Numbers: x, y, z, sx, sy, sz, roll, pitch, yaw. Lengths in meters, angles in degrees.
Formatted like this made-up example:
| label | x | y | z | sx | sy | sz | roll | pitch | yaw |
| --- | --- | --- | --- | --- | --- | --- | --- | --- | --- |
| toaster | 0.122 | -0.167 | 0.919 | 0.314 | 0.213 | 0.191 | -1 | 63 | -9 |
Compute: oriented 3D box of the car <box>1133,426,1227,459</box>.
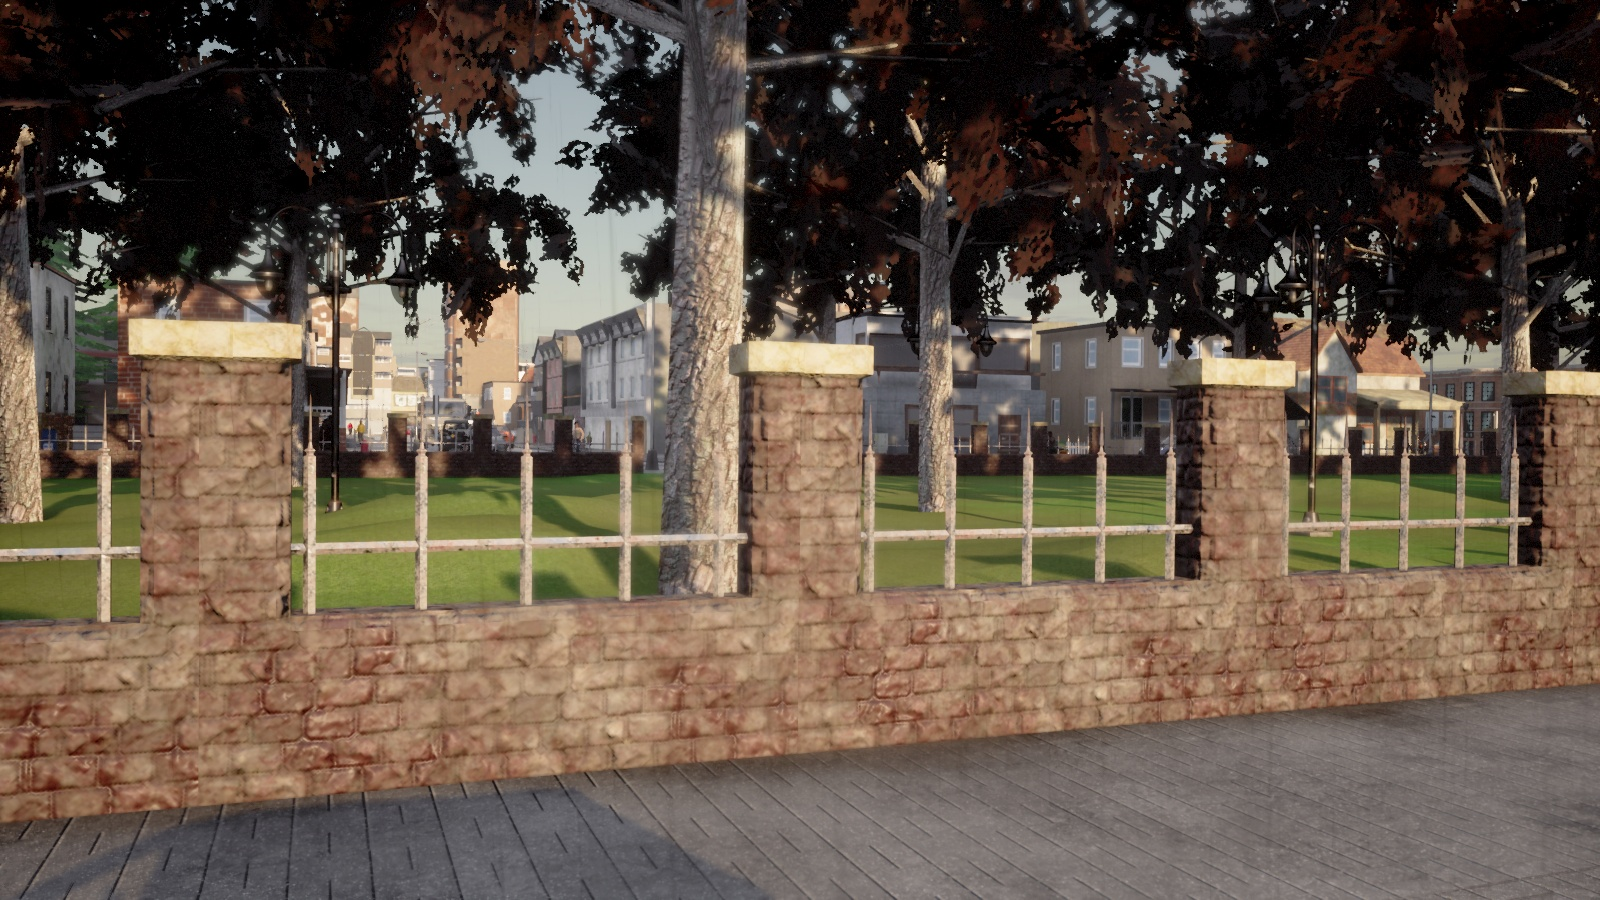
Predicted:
| label | x | y | z | sx | sy | sz | roll | pitch | yaw |
| --- | --- | --- | --- | --- | --- | --- | --- | --- | --- |
| car | 17.850 | -0.388 | 59.012 | 3.806 | 1.475 | 1.970 | -1 | 1 | -21 |

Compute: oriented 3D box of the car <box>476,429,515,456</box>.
| label | x | y | z | sx | sy | sz | roll | pitch | yaw |
| --- | --- | --- | --- | --- | --- | --- | --- | --- | --- |
| car | -21.487 | -0.548 | 88.373 | 2.097 | 1.767 | 4.553 | -1 | 1 | -21 |

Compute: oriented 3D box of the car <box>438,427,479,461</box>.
| label | x | y | z | sx | sy | sz | roll | pitch | yaw |
| --- | --- | --- | --- | --- | --- | --- | --- | --- | --- |
| car | -19.760 | -0.372 | 72.543 | 1.905 | 1.878 | 3.866 | -1 | 1 | -21 |

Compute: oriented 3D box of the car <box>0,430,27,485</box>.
| label | x | y | z | sx | sy | sz | roll | pitch | yaw |
| --- | --- | --- | --- | --- | --- | --- | --- | --- | --- |
| car | -26.395 | 0.246 | 37.824 | 5.027 | 1.651 | 2.152 | -1 | 1 | -24 |

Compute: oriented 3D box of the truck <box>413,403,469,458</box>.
| label | x | y | z | sx | sy | sz | roll | pitch | yaw |
| --- | --- | --- | --- | --- | --- | --- | --- | --- | --- |
| truck | -24.054 | -1.285 | 83.823 | 2.891 | 3.462 | 7.936 | -1 | 1 | -21 |

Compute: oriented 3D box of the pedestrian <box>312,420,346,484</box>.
| label | x | y | z | sx | sy | sz | roll | pitch | yaw |
| --- | --- | --- | --- | --- | --- | --- | --- | --- | --- |
| pedestrian | -13.868 | 0.056 | 36.958 | 0.899 | 1.844 | 0.634 | -1 | 1 | -21 |

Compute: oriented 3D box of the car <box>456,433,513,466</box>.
| label | x | y | z | sx | sy | sz | roll | pitch | yaw |
| --- | --- | --- | --- | --- | --- | --- | --- | --- | --- |
| car | -15.331 | -0.070 | 60.889 | 2.128 | 1.511 | 4.902 | -1 | 1 | -20 |
